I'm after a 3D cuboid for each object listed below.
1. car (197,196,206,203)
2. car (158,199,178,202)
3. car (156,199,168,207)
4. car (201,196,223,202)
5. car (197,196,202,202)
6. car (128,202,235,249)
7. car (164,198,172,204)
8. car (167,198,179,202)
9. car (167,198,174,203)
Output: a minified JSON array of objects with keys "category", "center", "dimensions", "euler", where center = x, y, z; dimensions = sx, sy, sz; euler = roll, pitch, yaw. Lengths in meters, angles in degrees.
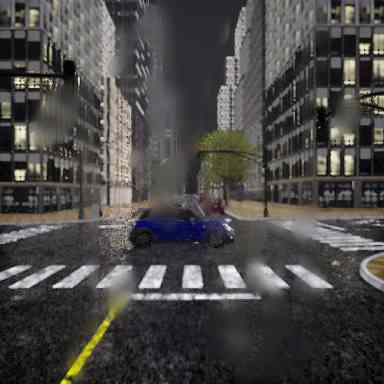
[{"category":"car","center":[2.379,2.048,88.256],"dimensions":[2.192,1.841,5.009],"euler":[0,0,0]},{"category":"car","center":[-3.242,1.943,44.368],"dimensions":[1.994,1.385,4.181],"euler":[0,0,0]},{"category":"car","center":[-5.926,2.121,65.653],"dimensions":[1.947,1.339,4.313],"euler":[0,0,0]},{"category":"car","center":[2.544,1.637,37.494],"dimensions":[2.192,1.841,5.009],"euler":[-1,0,0]},{"category":"car","center":[2.416,1.960,76.975],"dimensions":[2.192,1.841,5.009],"euler":[0,0,0]},{"category":"car","center":[-0.426,1.468,14.737],"dimensions":[4.553,1.767,2.097],"euler":[0,-1,-1]},{"category":"car","center":[-5.980,2.214,82.398],"dimensions":[1.752,1.417,4.829],"euler":[0,0,0]},{"category":"car","center":[-3.245,2.069,61.519],"dimensions":[2.033,1.411,5.357],"euler":[0,0,0]},{"category":"car","center":[-6.017,2.359,93.843],"dimensions":[1.802,1.307,4.206],"euler":[0,0,0]}]
